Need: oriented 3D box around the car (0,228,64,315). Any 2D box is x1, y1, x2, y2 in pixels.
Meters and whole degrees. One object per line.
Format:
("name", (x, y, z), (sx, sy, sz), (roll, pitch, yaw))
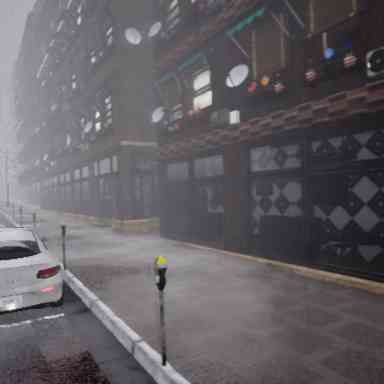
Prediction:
("car", (-3.989, 1.490, 7.023), (1.812, 1.442, 4.674), (-2, 1, -32))
